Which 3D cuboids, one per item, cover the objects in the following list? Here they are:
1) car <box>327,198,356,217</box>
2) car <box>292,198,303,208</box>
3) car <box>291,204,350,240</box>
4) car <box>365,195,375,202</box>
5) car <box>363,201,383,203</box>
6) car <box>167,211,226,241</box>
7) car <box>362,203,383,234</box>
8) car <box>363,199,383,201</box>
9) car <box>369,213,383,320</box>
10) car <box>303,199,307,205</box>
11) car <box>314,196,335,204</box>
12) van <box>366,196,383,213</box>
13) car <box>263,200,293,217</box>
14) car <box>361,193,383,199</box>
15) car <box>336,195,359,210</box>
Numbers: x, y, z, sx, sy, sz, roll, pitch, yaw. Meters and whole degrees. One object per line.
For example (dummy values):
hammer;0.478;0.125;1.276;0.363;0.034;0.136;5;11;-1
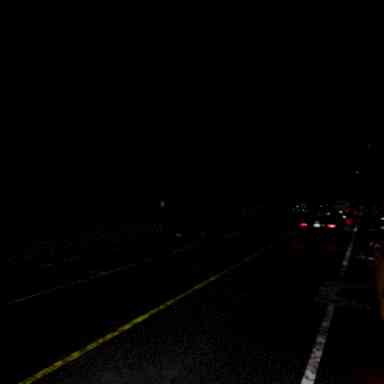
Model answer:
car;14.391;1.548;31.869;1.812;1.442;4.674;-1;0;28
car;10.696;1.659;37.010;1.947;1.339;4.313;-1;0;28
car;6.880;1.571;17.410;2.033;1.411;5.357;-1;0;28
car;41.036;1.449;76.881;1.967;1.590;4.097;-1;0;27
car;13.086;1.539;23.267;2.008;1.369;4.403;-1;0;28
car;0.387;1.662;17.461;1.947;1.339;4.313;-1;0;28
car;10.510;1.539;18.381;2.008;1.369;4.403;-1;0;28
car;15.663;1.553;28.153;1.947;1.339;4.313;-1;0;28
car;4.680;1.444;6.705;1.801;1.575;5.366;-1;0;28
car;13.272;1.532;41.898;1.967;1.590;4.097;-1;0;28
car;17.284;1.575;43.791;1.837;1.490;4.892;-1;-1;28
van;20.814;1.327;37.926;1.690;1.788;3.998;-1;0;28
car;8.119;1.676;32.123;1.802;1.307;4.206;-1;0;28
car;18.237;1.301;33.040;2.192;1.841;5.009;-1;0;28
car;19.916;1.511;42.156;2.128;1.511;4.902;-1;0;29
